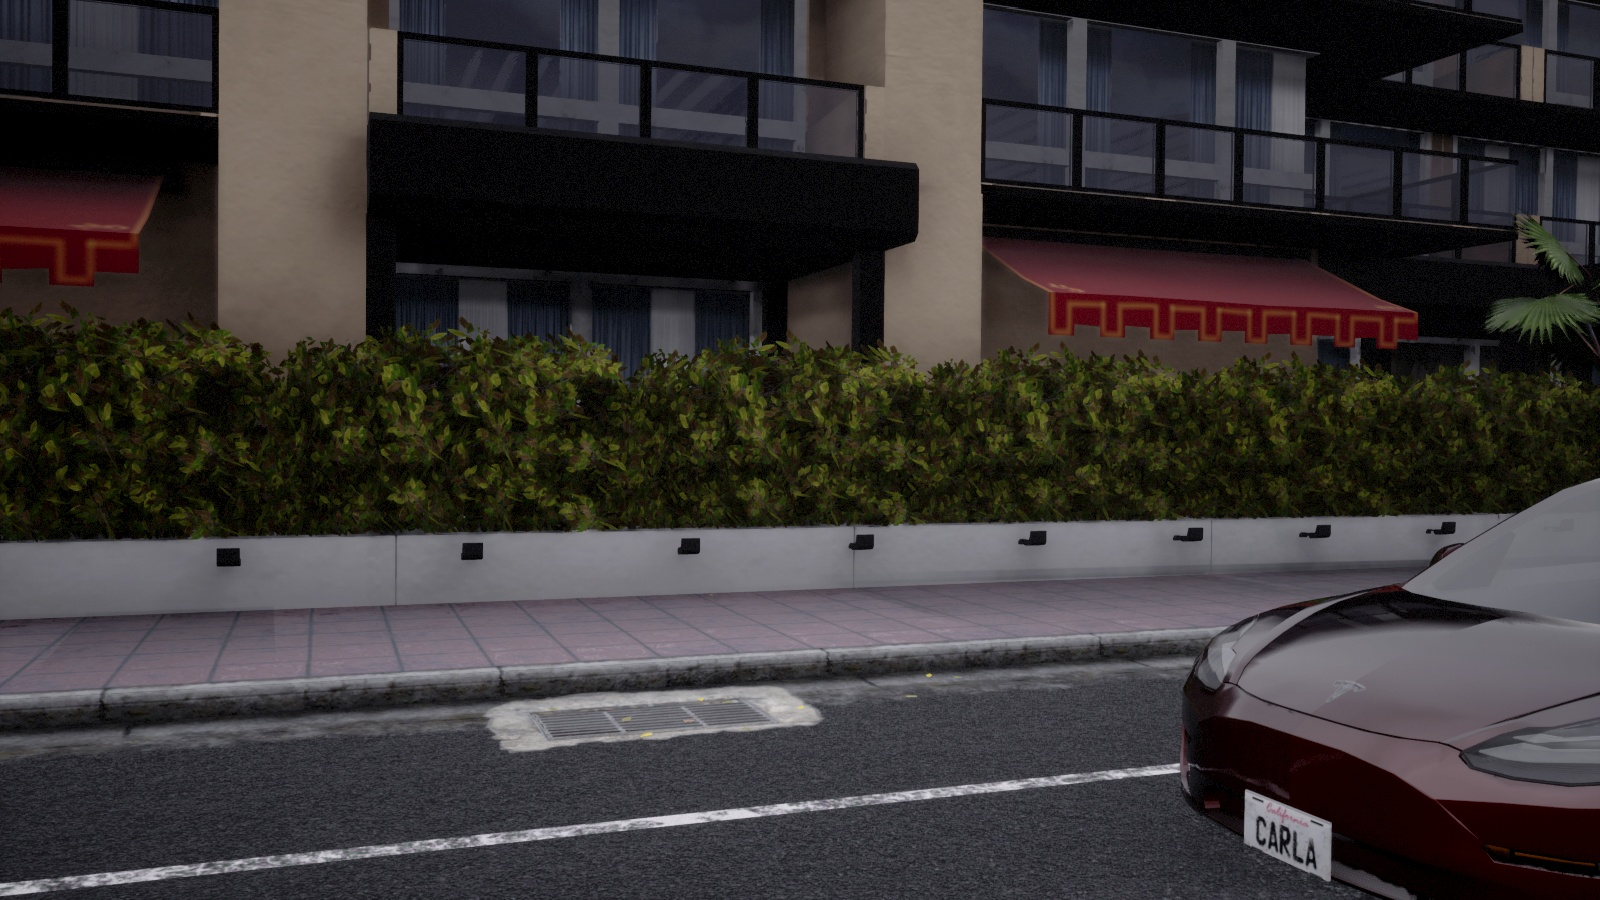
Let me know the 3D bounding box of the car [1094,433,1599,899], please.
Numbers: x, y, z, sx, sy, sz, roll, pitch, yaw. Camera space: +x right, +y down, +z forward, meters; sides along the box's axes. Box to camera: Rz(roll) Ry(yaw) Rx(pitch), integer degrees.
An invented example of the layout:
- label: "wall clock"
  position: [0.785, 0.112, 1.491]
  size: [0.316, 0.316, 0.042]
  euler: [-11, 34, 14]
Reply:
- label: "car"
  position: [3.760, 0.681, 4.671]
  size: [4.792, 1.488, 2.163]
  euler: [-1, 1, -21]
